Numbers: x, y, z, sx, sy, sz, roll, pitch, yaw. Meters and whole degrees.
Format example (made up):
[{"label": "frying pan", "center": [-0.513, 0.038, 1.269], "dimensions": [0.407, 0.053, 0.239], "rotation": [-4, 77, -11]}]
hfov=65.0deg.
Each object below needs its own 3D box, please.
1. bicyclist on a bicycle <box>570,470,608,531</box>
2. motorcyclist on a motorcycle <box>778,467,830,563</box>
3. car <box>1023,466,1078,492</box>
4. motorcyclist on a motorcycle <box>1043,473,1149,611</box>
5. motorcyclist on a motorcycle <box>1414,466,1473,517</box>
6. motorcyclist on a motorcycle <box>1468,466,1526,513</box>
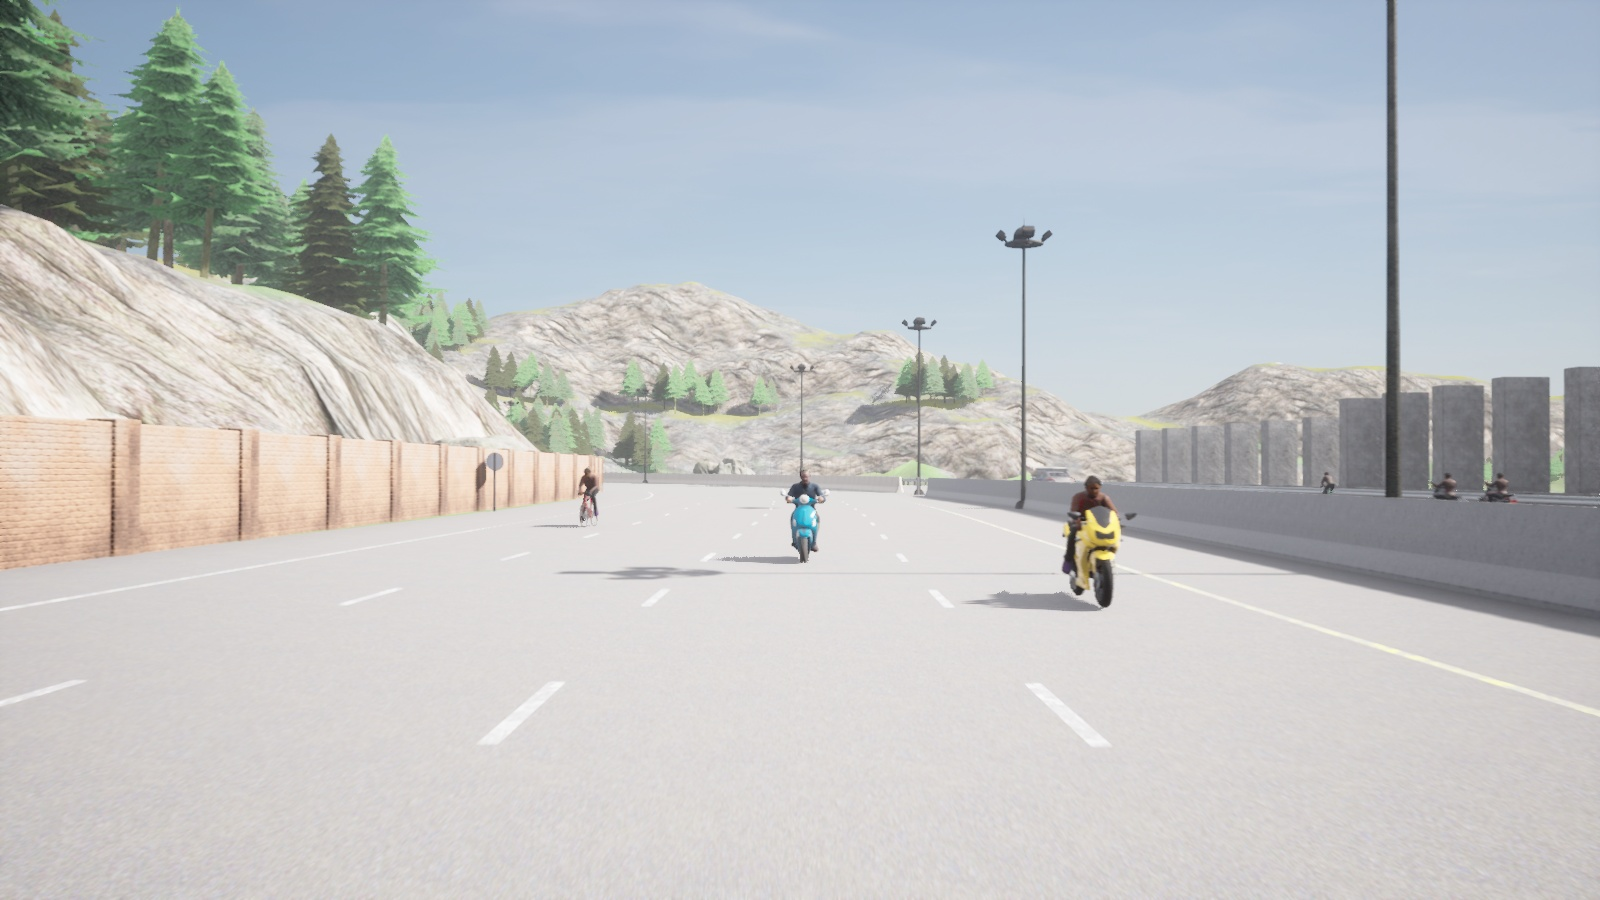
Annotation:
[{"label": "bicyclist on a bicycle", "center": [-5.769, 1.366, 34.340], "dimensions": [0.582, 1.620, 1.656], "rotation": [0, -1, 7]}, {"label": "motorcyclist on a motorcycle", "center": [0.088, 1.131, 21.801], "dimensions": [0.866, 1.590, 1.817], "rotation": [0, -3, 1]}, {"label": "car", "center": [16.629, 1.926, 83.602], "dimensions": [2.152, 1.651, 5.027], "rotation": [0, -1, -7]}, {"label": "motorcyclist on a motorcycle", "center": [3.482, 1.033, 14.949], "dimensions": [0.797, 1.523, 2.044], "rotation": [0, -1, 1]}, {"label": "motorcyclist on a motorcycle", "center": [21.514, 1.382, 42.019], "dimensions": [0.766, 1.649, 2.350], "rotation": [0, -1, 1]}, {"label": "motorcyclist on a motorcycle", "center": [25.046, 1.421, 45.186], "dimensions": [0.766, 1.649, 2.350], "rotation": [0, -1, 1]}]
